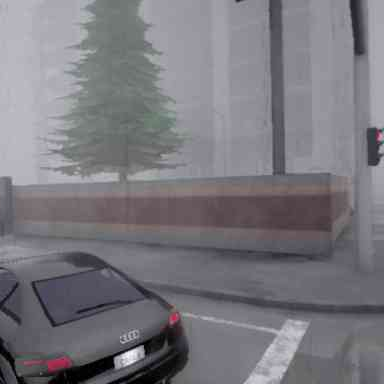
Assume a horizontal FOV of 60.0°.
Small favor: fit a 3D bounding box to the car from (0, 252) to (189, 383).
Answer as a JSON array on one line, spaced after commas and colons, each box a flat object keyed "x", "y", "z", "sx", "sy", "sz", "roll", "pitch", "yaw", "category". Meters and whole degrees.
[{"x": -2.001, "y": 1.562, "z": 4.576, "sx": 1.994, "sy": 1.385, "sz": 4.181, "roll": -2, "pitch": 1, "yaw": -45, "category": "car"}]
